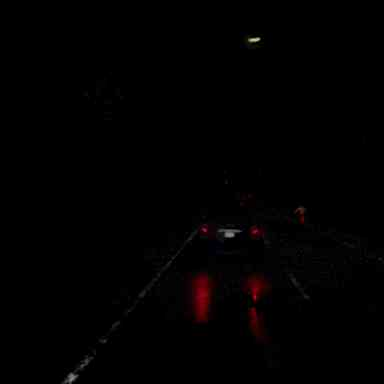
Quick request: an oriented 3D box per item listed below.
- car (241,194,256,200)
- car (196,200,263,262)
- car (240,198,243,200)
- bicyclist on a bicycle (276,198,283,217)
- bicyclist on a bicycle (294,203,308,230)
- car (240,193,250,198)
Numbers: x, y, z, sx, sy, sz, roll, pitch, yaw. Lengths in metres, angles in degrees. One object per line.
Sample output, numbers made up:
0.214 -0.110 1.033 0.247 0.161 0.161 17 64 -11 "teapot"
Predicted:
10.134 1.528 57.951 1.994 1.385 4.181 1 0 7 "car"
1.394 1.331 12.292 2.097 1.767 4.553 1 0 7 "car"
3.597 1.548 31.594 1.895 1.301 4.718 1 0 7 "car"
7.779 1.392 29.680 0.659 1.776 1.843 1 0 6 "bicyclist on a bicycle"
6.690 1.472 20.407 0.866 1.612 1.509 1 0 7 "bicyclist on a bicycle"
11.788 1.164 73.169 2.150 2.045 5.566 1 0 7 "car"
